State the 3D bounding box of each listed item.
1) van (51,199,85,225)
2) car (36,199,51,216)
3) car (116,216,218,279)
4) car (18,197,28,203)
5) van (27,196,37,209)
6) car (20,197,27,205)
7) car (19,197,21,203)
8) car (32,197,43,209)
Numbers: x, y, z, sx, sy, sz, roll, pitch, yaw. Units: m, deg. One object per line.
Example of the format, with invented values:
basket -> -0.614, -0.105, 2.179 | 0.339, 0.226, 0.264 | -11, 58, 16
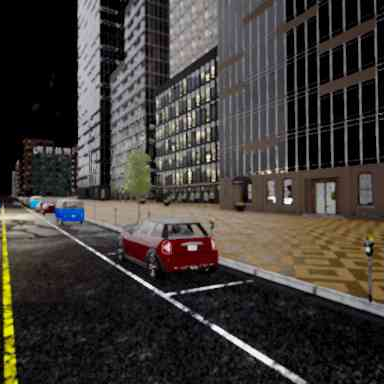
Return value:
van -> -9.204, 1.452, 24.877 | 1.690, 1.788, 3.998 | 1, -1, -30
car -> -14.711, 1.736, 34.557 | 1.802, 1.307, 4.206 | 1, -1, -30
car -> -0.948, 1.486, 10.350 | 1.967, 1.590, 4.097 | 1, -1, -30
car -> -42.236, 1.927, 82.979 | 1.887, 1.381, 4.507 | 1, -1, -30
van -> -22.967, 1.562, 49.087 | 1.690, 1.788, 3.998 | 1, -1, -30
car -> -31.310, 1.815, 63.758 | 1.752, 1.417, 4.829 | 1, -1, -30
car -> -33.979, 1.857, 68.452 | 1.887, 1.381, 4.507 | 1, -1, -30
car -> -17.547, 1.702, 39.548 | 1.752, 1.417, 4.829 | 1, -1, -30
